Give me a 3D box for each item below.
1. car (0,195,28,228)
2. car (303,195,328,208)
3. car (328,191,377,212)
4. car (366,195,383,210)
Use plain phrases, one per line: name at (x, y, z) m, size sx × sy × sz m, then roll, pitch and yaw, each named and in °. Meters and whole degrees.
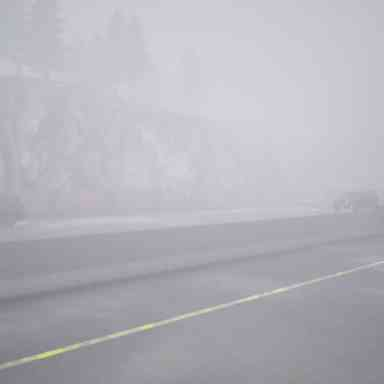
car at (-13.173, 1.226, 20.390) m, size 5.566 × 2.045 × 2.150 m, roll 0°, pitch 0°, yaw -36°
car at (15.732, 1.128, 40.985) m, size 5.008 × 1.535 × 1.882 m, roll -1°, pitch 0°, yaw -35°
car at (16.235, 0.911, 32.772) m, size 5.566 × 2.045 × 2.150 m, roll -1°, pitch 0°, yaw -35°
car at (18.235, 1.236, 29.902) m, size 5.357 × 1.411 × 2.033 m, roll -1°, pitch 0°, yaw -35°
